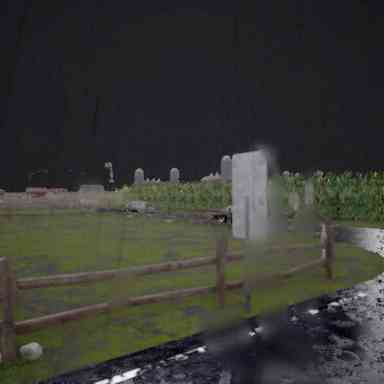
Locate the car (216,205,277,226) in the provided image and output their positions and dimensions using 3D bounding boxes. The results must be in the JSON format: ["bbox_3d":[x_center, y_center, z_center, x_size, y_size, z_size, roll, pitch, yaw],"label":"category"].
[{"bbox_3d":[3.788,1.637,23.813,1.882,1.535,5.008,0,0,-35],"label":"car"}]

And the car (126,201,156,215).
[{"bbox_3d":[-5.742,1.785,37.224,2.128,1.511,4.902,0,0,-35],"label":"car"}]

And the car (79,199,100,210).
[{"bbox_3d":[-16.015,1.868,51.835,2.097,1.767,4.553,0,0,-35],"label":"car"}]
